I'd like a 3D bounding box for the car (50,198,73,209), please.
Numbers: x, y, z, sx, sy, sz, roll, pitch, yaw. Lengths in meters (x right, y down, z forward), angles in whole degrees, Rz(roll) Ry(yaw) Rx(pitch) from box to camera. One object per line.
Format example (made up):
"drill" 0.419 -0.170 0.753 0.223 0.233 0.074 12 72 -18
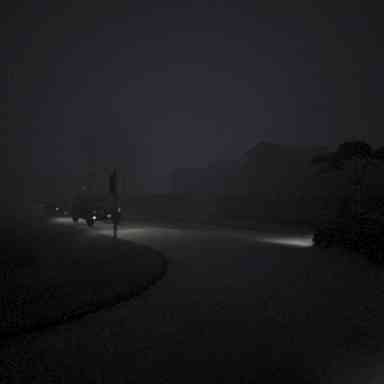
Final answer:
"car" -18.681 1.602 47.405 1.895 1.301 4.718 0 0 -37

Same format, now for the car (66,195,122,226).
"car" -7.005 1.223 24.014 2.150 2.045 5.566 0 0 -35

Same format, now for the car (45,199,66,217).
"car" -12.807 1.602 32.202 1.895 1.301 4.718 0 0 -35

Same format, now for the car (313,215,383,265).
"car" 6.222 1.528 11.655 1.812 1.442 4.674 1 0 -13
